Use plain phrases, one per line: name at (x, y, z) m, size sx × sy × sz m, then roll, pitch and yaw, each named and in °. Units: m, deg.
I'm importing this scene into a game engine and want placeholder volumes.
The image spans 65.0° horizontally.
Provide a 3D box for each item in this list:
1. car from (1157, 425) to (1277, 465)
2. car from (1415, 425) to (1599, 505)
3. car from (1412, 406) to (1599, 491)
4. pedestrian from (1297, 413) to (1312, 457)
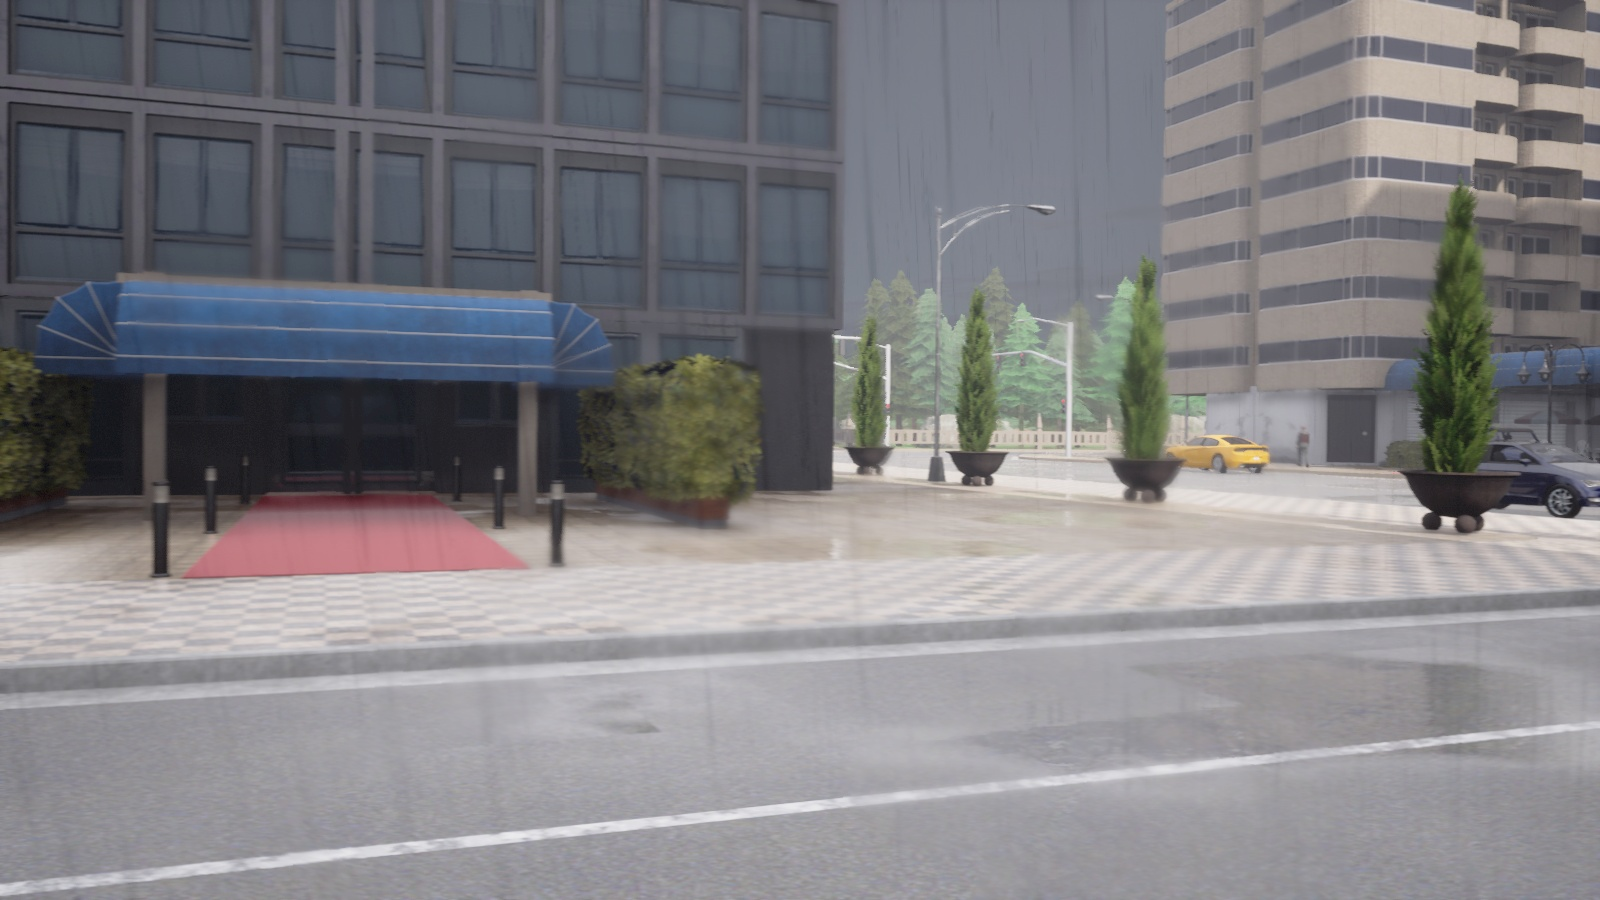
car at (16.720, -0.229, 50.646) m, size 1.882 × 1.535 × 5.008 m, roll -1°, pitch 1°, yaw -20°
car at (14.830, 0.238, 25.399) m, size 1.816 × 1.474 × 4.193 m, roll -1°, pitch 1°, yaw -20°
car at (16.883, -0.076, 29.941) m, size 1.905 × 1.878 × 3.866 m, roll -1°, pitch 1°, yaw -20°
pedestrian at (21.187, -0.634, 52.764) m, size 0.376 × 1.854 × 0.720 m, roll -1°, pitch 1°, yaw 3°
